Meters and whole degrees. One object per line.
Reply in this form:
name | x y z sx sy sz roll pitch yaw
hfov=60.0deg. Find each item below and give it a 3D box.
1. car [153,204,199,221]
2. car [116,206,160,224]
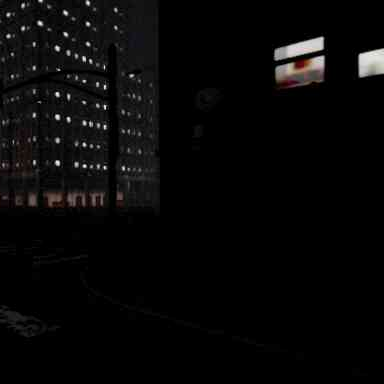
car | -1.417 1.868 31.256 2.008 1.369 4.403 -1 -2 35
car | -4.618 1.787 26.699 2.008 1.369 4.403 -1 -2 35
